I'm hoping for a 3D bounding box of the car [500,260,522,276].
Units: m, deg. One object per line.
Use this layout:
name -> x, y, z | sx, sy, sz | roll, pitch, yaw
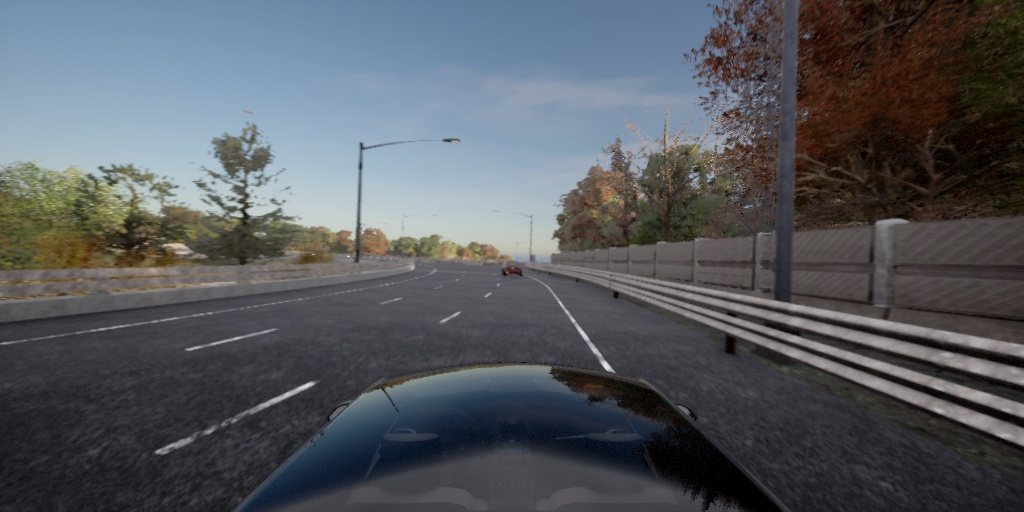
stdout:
car -> -0.157, 1.283, 40.206 | 2.097, 1.767, 4.553 | 2, 0, -7
